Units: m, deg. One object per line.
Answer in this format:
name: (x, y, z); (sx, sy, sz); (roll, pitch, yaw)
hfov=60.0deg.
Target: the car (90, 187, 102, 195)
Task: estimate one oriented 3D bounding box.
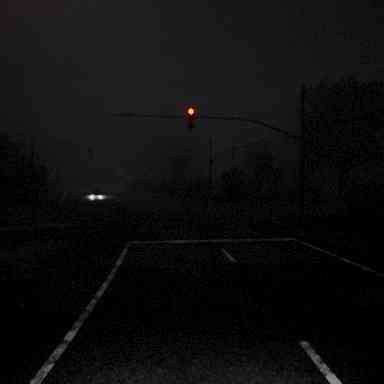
car: (-17.559, -0.224, 60.533); (1.895, 1.301, 4.718); (-1, 2, -20)
